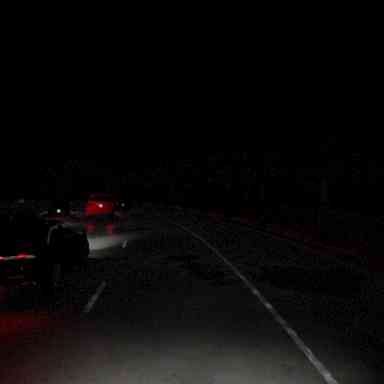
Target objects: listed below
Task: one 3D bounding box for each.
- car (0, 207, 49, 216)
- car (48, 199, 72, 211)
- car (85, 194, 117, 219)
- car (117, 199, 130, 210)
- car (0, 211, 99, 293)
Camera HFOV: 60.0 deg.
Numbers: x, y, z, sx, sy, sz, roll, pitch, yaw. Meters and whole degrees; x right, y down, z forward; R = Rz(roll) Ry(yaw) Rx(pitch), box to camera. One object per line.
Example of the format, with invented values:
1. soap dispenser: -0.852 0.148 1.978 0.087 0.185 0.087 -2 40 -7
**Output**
1. car: -8.378 1.483 14.984 2.128 1.511 4.902 0 0 -9
2. car: -12.944 1.476 32.556 1.837 1.490 4.892 0 0 -19
3. car: -7.982 1.188 28.818 2.150 2.045 5.566 0 0 -17
4. car: -9.063 1.510 41.658 1.994 1.385 4.181 0 0 -23
5. car: -4.058 1.485 8.720 2.128 1.511 4.902 0 0 -5
